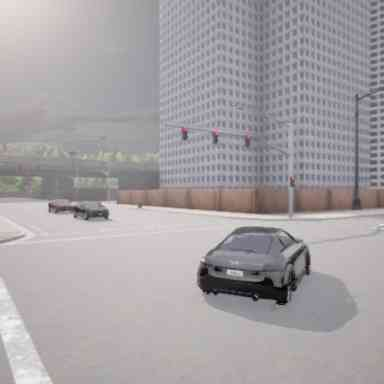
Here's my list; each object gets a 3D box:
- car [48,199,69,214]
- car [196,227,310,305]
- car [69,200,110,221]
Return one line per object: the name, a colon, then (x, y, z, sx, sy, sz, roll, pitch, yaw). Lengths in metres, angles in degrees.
car: (-14.334, 1.486, 36.399, 1.882, 1.535, 5.008, 0, 0, -35)
car: (1.721, 1.564, 8.334, 1.994, 1.385, 4.181, 0, 0, 26)
car: (-8.549, 1.483, 28.025, 1.882, 1.535, 5.008, 0, 0, -35)
